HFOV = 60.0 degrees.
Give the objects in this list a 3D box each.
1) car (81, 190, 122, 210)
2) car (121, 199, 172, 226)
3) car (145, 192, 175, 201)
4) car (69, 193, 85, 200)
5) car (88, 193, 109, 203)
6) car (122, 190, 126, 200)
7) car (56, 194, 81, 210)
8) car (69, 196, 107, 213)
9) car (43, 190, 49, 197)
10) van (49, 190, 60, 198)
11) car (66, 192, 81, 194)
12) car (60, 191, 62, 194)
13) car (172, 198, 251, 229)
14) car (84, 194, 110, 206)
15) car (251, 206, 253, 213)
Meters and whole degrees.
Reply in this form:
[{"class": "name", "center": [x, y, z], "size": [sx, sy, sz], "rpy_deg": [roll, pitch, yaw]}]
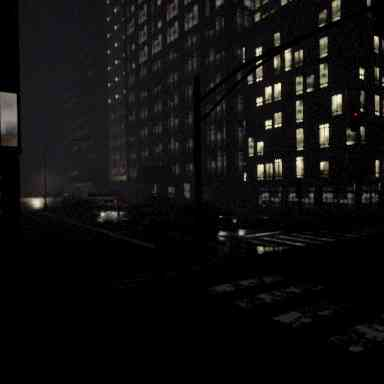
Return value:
[{"class": "car", "center": [-10.332, 0.935, 37.656], "size": [2.150, 2.045, 5.566], "rpy_deg": [-1, 1, -34]}, {"class": "car", "center": [-2.905, 1.454, 22.389], "size": [2.008, 1.369, 4.403], "rpy_deg": [-1, 1, -35]}, {"class": "car", "center": [-3.666, 0.962, 38.196], "size": [2.192, 1.841, 5.009], "rpy_deg": [-1, 1, -35]}, {"class": "car", "center": [-22.884, 0.888, 66.061], "size": [1.887, 1.381, 4.507], "rpy_deg": [-1, 1, -35]}, {"class": "car", "center": [-15.966, 0.918, 56.809], "size": [1.882, 1.535, 5.008], "rpy_deg": [-1, 1, -35]}, {"class": "car", "center": [-12.038, 0.732, 51.049], "size": [2.150, 2.045, 5.566], "rpy_deg": [-1, 1, -35]}, {"class": "car", "center": [-13.743, 1.288, 38.052], "size": [2.008, 1.369, 4.403], "rpy_deg": [-1, 1, -35]}, {"class": "car", "center": [-10.539, 1.353, 33.408], "size": [1.947, 1.339, 4.313], "rpy_deg": [-1, 1, -35]}, {"class": "car", "center": [-35.696, 0.687, 84.635], "size": [2.008, 1.369, 4.403], "rpy_deg": [-1, 1, -35]}, {"class": "van", "center": [-32.493, 0.530, 79.989], "size": [1.690, 1.788, 3.998], "rpy_deg": [-1, 1, -35]}, {"class": "car", "center": [-19.345, 1.081, 56.181], "size": [1.895, 1.301, 4.718], "rpy_deg": [-1, 1, -35]}, {"class": "car", "center": [-26.087, 0.732, 70.703], "size": [1.967, 1.590, 4.097], "rpy_deg": [-1, 1, -35]}, {"class": "car", "center": [1.062, 1.379, 21.132], "size": [2.128, 1.511, 4.902], "rpy_deg": [-1, 1, -35]}, {"class": "car", "center": [-13.824, 1.114, 48.263], "size": [2.033, 1.411, 5.357], "rpy_deg": [-1, 1, -34]}, {"class": "car", "center": [3.088, 1.277, 28.341], "size": [1.752, 1.417, 4.829], "rpy_deg": [-1, 1, -35]}]
